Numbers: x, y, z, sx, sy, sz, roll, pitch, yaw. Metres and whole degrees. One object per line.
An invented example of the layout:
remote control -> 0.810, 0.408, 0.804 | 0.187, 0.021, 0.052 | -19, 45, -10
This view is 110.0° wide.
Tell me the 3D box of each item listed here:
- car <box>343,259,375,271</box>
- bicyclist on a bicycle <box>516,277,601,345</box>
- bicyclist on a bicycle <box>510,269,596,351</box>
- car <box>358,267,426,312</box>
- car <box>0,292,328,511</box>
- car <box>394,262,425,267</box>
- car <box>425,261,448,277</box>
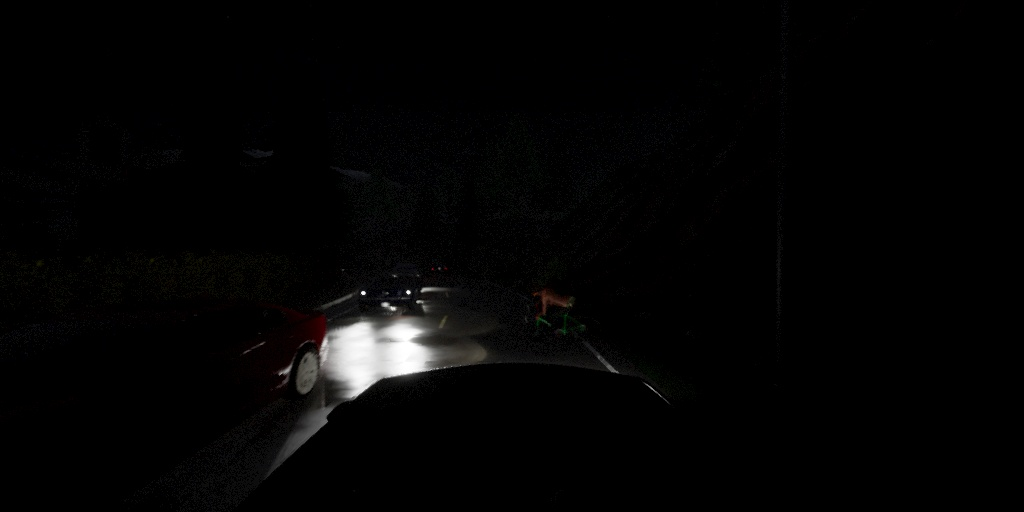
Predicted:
car -> -19.607, 1.126, 45.814 | 4.181, 1.385, 1.994 | 0, 0, 28
bicyclist on a bicycle -> 0.805, 1.147, 7.000 | 1.656, 1.620, 0.582 | -12, 32, 19
bicyclist on a bicycle -> 0.988, 1.181, 8.208 | 1.656, 1.620, 0.582 | 4, -38, 18
car -> -4.593, 1.299, 14.098 | 1.895, 1.301, 4.718 | 0, 0, -10
car -> -3.761, 1.217, 3.577 | 1.882, 1.535, 5.008 | 0, 0, -2
car -> -7.177, 1.183, 24.054 | 1.812, 1.442, 4.674 | 0, 0, -20
car -> -7.635, 1.166, 34.082 | 2.033, 1.411, 5.357 | 0, 0, -28
